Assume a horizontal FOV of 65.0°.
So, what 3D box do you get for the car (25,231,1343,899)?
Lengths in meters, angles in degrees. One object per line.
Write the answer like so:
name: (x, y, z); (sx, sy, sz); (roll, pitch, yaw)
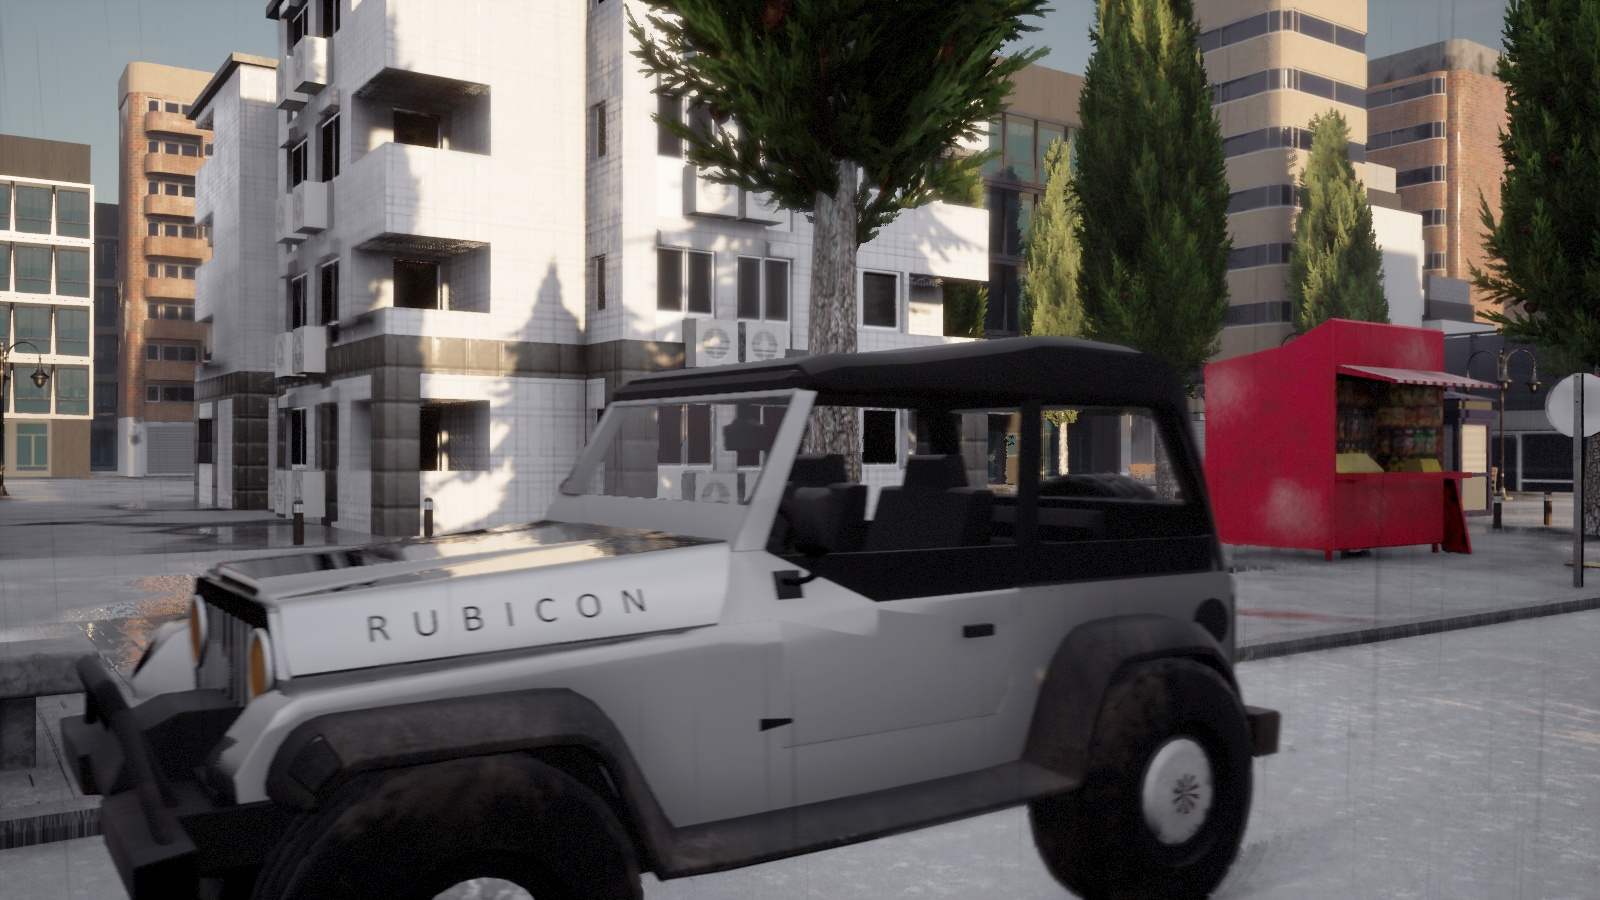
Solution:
car: (-0.212, 0.551, 4.120); (3.866, 1.878, 1.905); (0, 0, -35)
